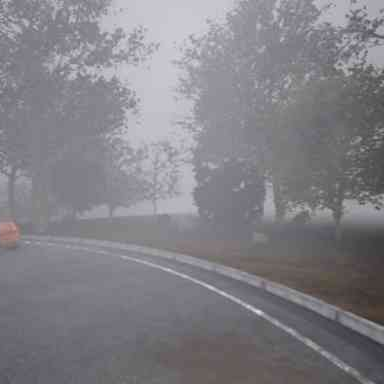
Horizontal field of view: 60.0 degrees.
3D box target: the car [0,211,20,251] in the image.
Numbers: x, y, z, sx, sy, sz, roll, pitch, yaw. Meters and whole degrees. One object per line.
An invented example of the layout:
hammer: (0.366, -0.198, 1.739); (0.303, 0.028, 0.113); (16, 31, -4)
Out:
car: (-9.007, 1.486, 13.157); (4.553, 1.767, 2.097); (-1, 1, 29)
